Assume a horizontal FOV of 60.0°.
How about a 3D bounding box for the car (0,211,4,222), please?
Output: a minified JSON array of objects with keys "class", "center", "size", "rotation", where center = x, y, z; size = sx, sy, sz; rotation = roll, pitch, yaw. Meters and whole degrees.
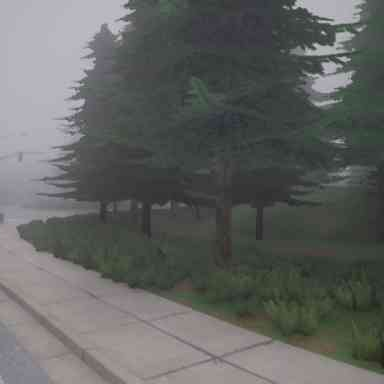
[{"class":"car","center":[-15.256,1.599,23.924],"size":[1.812,1.442,4.674],"rotation":[1,0,-9]}]
